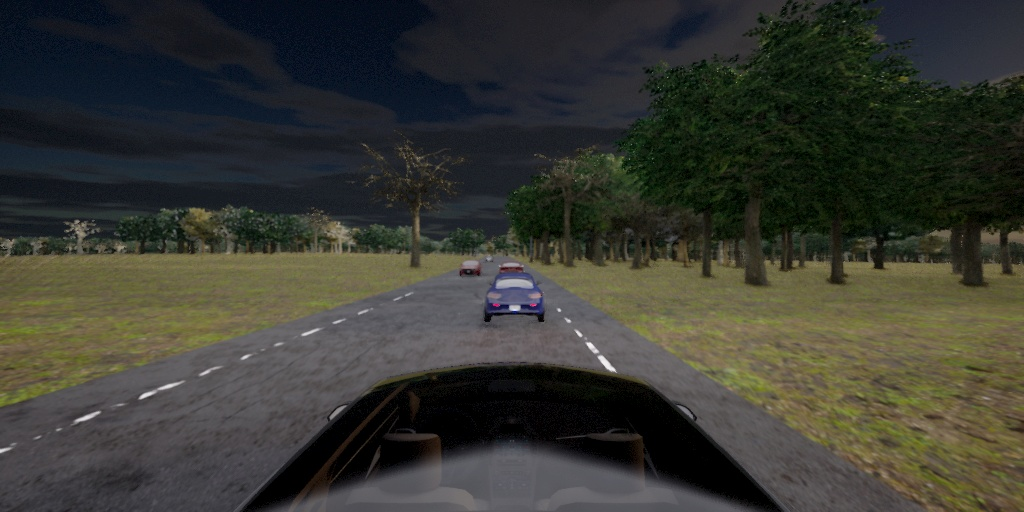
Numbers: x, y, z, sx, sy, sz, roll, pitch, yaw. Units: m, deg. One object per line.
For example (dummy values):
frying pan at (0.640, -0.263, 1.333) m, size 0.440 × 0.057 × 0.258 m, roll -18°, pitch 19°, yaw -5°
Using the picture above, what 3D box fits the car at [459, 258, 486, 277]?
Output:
car at (-3.831, 1.100, 33.929) m, size 1.882 × 1.535 × 5.008 m, roll 0°, pitch 1°, yaw -1°

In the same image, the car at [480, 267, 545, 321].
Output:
car at (0.072, 1.265, 12.233) m, size 1.812 × 1.442 × 4.674 m, roll 0°, pitch 0°, yaw 0°

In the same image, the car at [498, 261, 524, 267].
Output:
car at (-0.070, 1.139, 28.787) m, size 1.882 × 1.535 × 5.008 m, roll 0°, pitch 0°, yaw -1°
